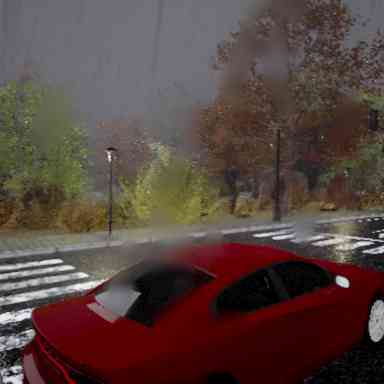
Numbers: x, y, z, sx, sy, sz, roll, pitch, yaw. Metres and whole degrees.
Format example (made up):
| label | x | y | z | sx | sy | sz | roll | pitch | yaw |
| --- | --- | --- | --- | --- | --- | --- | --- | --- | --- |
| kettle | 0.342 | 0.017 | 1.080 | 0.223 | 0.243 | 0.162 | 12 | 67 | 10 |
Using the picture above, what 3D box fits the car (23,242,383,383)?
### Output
| label | x | y | z | sx | sy | sz | roll | pitch | yaw |
| --- | --- | --- | --- | --- | --- | --- | --- | --- | --- |
| car | 0.668 | 1.393 | 4.202 | 5.008 | 1.535 | 1.882 | -3 | 1 | -38 |
